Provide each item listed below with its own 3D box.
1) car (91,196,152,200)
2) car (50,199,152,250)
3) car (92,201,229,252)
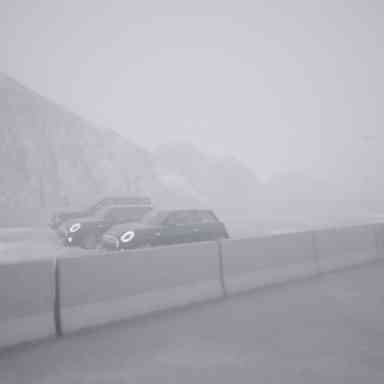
[{"bbox_3d":[-4.557,1.232,17.860,5.566,2.045,2.150,0,0,-35],"label":"car"},{"bbox_3d":[-3.377,1.359,14.415,4.553,1.767,2.097,0,0,-35],"label":"car"},{"bbox_3d":[-0.881,1.359,11.891,4.553,1.767,2.097,0,0,-35],"label":"car"}]
